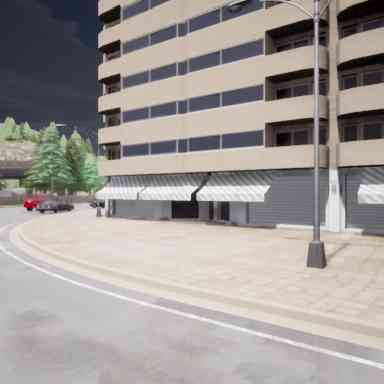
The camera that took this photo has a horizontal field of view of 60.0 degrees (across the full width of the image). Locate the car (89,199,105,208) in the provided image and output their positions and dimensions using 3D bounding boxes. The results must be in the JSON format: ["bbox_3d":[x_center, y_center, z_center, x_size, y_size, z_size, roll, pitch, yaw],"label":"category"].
[{"bbox_3d":[-12.064,1.601,46.621,1.895,1.301,4.718,0,0,27],"label":"car"}]

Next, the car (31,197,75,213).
[{"bbox_3d":[-14.945,1.547,36.582,2.033,1.411,5.357,0,0,7],"label":"car"}]

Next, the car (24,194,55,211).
[{"bbox_3d":[-17.870,1.221,40.487,2.150,2.045,5.566,0,0,14],"label":"car"}]
